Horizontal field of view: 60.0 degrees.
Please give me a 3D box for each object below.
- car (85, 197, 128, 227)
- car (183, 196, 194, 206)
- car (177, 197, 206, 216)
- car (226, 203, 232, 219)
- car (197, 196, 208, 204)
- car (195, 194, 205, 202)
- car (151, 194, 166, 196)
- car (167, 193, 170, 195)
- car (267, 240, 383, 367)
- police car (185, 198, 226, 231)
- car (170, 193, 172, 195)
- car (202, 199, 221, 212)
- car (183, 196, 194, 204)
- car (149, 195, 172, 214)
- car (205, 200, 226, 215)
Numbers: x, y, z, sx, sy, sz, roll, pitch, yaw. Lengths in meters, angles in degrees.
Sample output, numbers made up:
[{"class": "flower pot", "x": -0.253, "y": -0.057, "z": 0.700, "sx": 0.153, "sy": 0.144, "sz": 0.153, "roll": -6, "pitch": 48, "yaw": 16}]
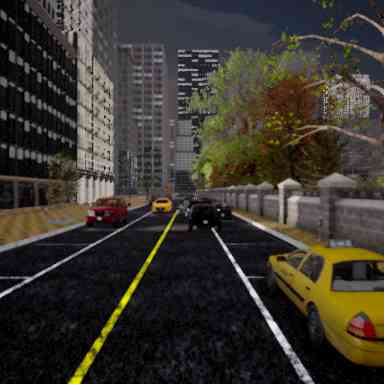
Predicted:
[{"class": "car", "x": -5.607, "y": 1.294, "z": 22.528, "sx": 2.192, "sy": 1.841, "sz": 5.009, "roll": 0, "pitch": 0, "yaw": -1}, {"class": "car", "x": -0.548, "y": 1.464, "z": 53.923, "sx": 1.812, "sy": 1.442, "sz": 4.674, "roll": 0, "pitch": 0, "yaw": -1}, {"class": "car", "x": -0.019, "y": 1.474, "z": 30.108, "sx": 1.837, "sy": 1.490, "sz": 4.892, "roll": 0, "pitch": 0, "yaw": -16}, {"class": "car", "x": 2.350, "y": 1.522, "z": 28.031, "sx": 2.008, "sy": 1.369, "sz": 4.403, "roll": 0, "pitch": 0, "yaw": -1}, {"class": "car", "x": 1.920, "y": 1.509, "z": 61.327, "sx": 1.802, "sy": 1.307, "sz": 4.206, "roll": 0, "pitch": 0, "yaw": -1}, {"class": "car", "x": 1.776, "y": 1.349, "z": 72.426, "sx": 1.967, "sy": 1.590, "sz": 4.097, "roll": 0, "pitch": 0, "yaw": -1}, {"class": "car", "x": -6.035, "y": 1.252, "z": 55.774, "sx": 2.192, "sy": 1.841, "sz": 5.009, "roll": 0, "pitch": 0, "yaw": -1}, {"class": "car", "x": -6.247, "y": 1.436, "z": 72.225, "sx": 1.752, "sy": 1.417, "sz": 4.829, "roll": 0, "pitch": 0, "yaw": -1}, {"class": "car", "x": 2.552, "y": 1.520, "z": 6.009, "sx": 1.752, "sy": 1.417, "sz": 4.829, "roll": 0, "pitch": 0, "yaw": 0}, {"class": "police car", "x": 0.704, "y": 1.406, "z": 20.491, "sx": 1.930, "sy": 1.638, "sz": 5.238, "roll": 0, "pitch": 0, "yaw": -1}, {"class": "car", "x": -6.319, "y": 1.198, "z": 89.018, "sx": 2.192, "sy": 1.841, "sz": 5.009, "roll": 0, "pitch": 0, "yaw": -1}, {"class": "car", "x": 2.206, "y": 1.523, "z": 39.130, "sx": 1.947, "sy": 1.339, "sz": 4.313, "roll": 0, "pitch": 0, "yaw": -1}, {"class": "car", "x": -0.694, "y": 1.471, "z": 65.347, "sx": 2.033, "sy": 1.411, "sz": 5.357, "roll": 0, "pitch": 0, "yaw": -1}, {"class": "car", "x": -3.159, "y": 1.440, "z": 35.676, "sx": 1.882, "sy": 1.535, "sz": 5.008, "roll": 0, "pitch": 0, "yaw": -1}, {"class": "car", "x": 2.278, "y": 1.546, "z": 33.581, "sx": 1.802, "sy": 1.307, "sz": 4.206, "roll": 0, "pitch": 0, "yaw": -1}]
